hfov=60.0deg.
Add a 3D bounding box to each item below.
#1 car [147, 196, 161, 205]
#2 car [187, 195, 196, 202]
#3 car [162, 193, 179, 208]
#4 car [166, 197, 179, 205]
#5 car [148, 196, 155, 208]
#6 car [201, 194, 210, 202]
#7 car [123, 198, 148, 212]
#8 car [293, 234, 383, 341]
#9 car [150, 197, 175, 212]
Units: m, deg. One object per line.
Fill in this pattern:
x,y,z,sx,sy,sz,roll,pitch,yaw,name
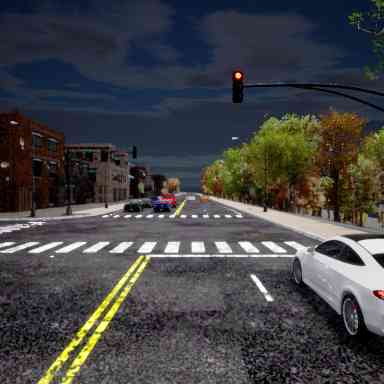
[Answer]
-6.628,1.519,58.244,1.812,1.442,4.674,0,0,0,car
-0.098,1.517,78.864,1.812,1.442,4.674,0,0,0,car
-3.379,1.215,48.320,2.150,2.045,5.566,0,0,-1,car
-3.379,1.557,58.370,1.994,1.385,4.181,0,0,0,car
-6.627,1.541,48.206,2.033,1.411,5.357,0,0,-1,car
3.152,1.348,78.752,2.097,1.767,4.553,0,0,0,car
-6.603,1.595,38.420,1.895,1.301,4.718,0,0,0,car
3.352,1.525,6.343,1.812,1.442,4.674,0,0,2,car
-3.353,1.595,38.429,1.895,1.301,4.718,0,0,0,car
